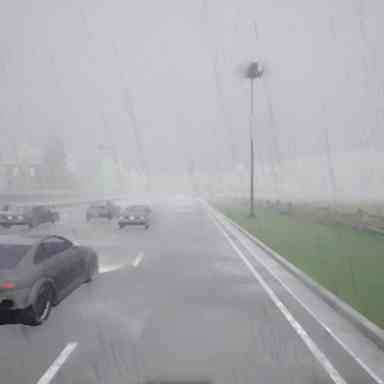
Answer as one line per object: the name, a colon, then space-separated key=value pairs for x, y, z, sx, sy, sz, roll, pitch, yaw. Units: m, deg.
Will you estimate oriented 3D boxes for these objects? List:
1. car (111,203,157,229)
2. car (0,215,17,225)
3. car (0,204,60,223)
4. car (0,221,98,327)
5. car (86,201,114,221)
car: x=-3.445 y=1.521 z=21.614 sx=2.033 sy=1.411 sz=5.357 roll=0 pitch=0 yaw=0
car: x=-6.928 y=1.552 z=9.001 sx=1.994 sy=1.385 sz=4.181 roll=0 pitch=0 yaw=0
car: x=-10.447 y=1.520 z=21.612 sx=2.033 sy=1.411 sz=5.357 roll=0 pitch=0 yaw=0
car: x=-3.437 y=1.555 z=7.028 sx=1.994 sy=1.385 sz=4.181 roll=0 pitch=0 yaw=0
car: x=-6.927 y=1.459 z=26.493 sx=2.128 sy=1.511 sz=4.902 roll=0 pitch=0 yaw=0
